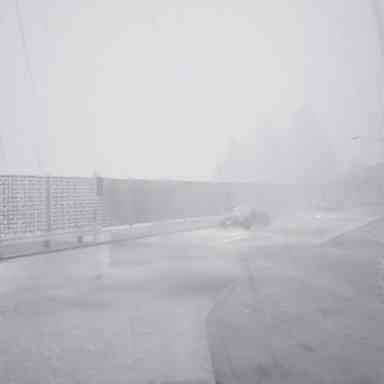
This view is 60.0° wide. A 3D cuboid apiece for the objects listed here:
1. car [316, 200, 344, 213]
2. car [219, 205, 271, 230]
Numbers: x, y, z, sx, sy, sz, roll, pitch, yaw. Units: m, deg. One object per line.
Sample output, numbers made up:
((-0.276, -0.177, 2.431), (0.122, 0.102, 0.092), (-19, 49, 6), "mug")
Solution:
((15.380, 1.556, 37.134), (1.895, 1.301, 4.718), (-1, 0, 38), "car")
((3.590, 1.566, 21.686), (1.812, 1.442, 4.674), (-1, 0, 37), "car")
